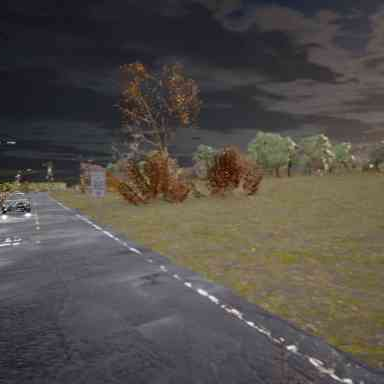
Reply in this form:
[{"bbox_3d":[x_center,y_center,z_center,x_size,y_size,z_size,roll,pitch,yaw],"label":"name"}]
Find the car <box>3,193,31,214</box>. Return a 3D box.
[{"bbox_3d":[-15.540,0.920,29.640,2.097,1.767,4.553,-3,2,-26],"label":"car"}]
